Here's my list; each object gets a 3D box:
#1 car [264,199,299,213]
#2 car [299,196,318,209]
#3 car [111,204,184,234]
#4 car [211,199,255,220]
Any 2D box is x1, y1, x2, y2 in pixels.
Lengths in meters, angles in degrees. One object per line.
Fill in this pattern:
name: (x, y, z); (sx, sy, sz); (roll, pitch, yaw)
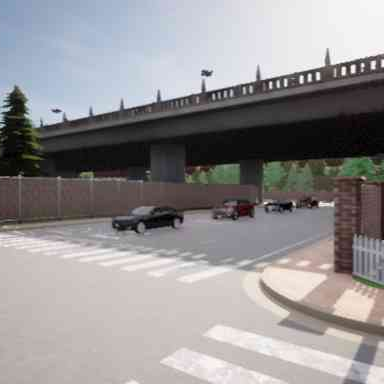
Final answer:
car: (9.473, 1.470, 36.148); (2.128, 1.511, 4.902); (0, 0, 36)
car: (15.398, 1.307, 44.525); (2.097, 1.767, 4.553); (0, 0, 33)
car: (-2.527, 1.501, 19.770); (1.882, 1.535, 5.008); (0, 0, 36)
car: (3.464, 1.353, 27.933); (2.097, 1.767, 4.553); (0, 0, 36)
